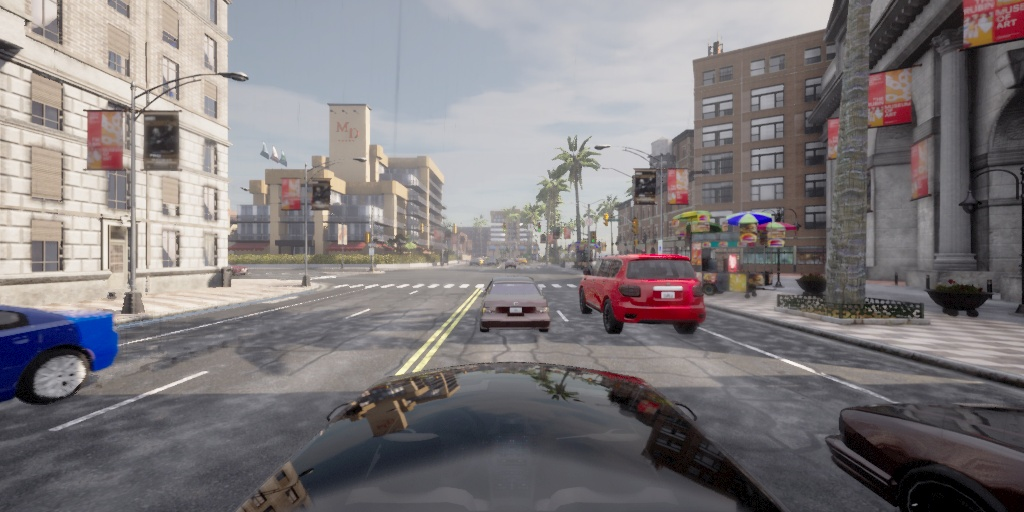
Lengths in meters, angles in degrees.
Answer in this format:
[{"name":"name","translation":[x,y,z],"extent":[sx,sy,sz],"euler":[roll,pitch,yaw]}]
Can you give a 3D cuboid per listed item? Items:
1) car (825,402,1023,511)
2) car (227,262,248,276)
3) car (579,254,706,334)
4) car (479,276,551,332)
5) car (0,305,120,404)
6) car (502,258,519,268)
[{"name":"car","translation":[3.534,1.297,0.492],"extent":[2.033,1.411,5.357],"euler":[0,0,1]},{"name":"car","translation":[-29.442,1.275,36.371],"extent":[4.674,1.442,1.812],"euler":[0,0,-1]},{"name":"car","translation":[3.504,0.971,10.743],"extent":[2.150,2.045,5.566],"euler":[0,0,0]},{"name":"car","translation":[0.018,1.297,10.800],"extent":[2.033,1.411,5.357],"euler":[0,0,-2]},{"name":"car","translation":[-7.099,1.227,3.468],"extent":[1.882,1.535,5.008],"euler":[0,0,0]},{"name":"car","translation":[-0.298,1.296,59.815],"extent":[2.033,1.411,5.357],"euler":[0,0,-1]}]
